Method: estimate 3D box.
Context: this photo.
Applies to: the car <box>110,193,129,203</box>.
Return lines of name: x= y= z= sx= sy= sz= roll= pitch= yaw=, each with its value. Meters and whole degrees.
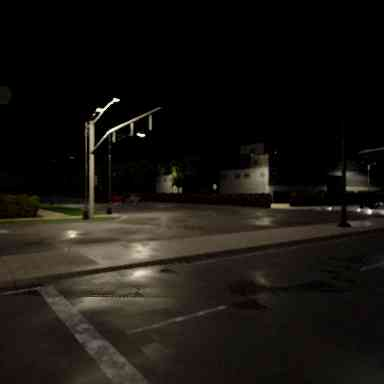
car: x=-15.498 y=1.209 z=67.737 sx=2.150 sy=2.045 sz=5.566 roll=0 pitch=0 yaw=-34

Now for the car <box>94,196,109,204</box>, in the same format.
car: x=-18.259 y=1.553 z=65.588 sx=1.994 sy=1.385 sz=4.181 roll=0 pitch=0 yaw=-34

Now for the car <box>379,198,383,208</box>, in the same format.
car: x=25.665 y=1.331 z=41.003 sx=4.553 sy=1.767 sz=2.097 roll=0 pitch=0 yaw=-34

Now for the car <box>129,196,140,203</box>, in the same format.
car: x=-12.371 y=1.510 z=69.358 sx=1.812 sy=1.442 sz=4.674 roll=0 pitch=0 yaw=-34

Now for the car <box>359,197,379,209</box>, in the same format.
car: x=24.144 y=1.483 z=44.188 sx=4.892 sy=1.490 sz=1.837 roll=0 pitch=0 yaw=-34
